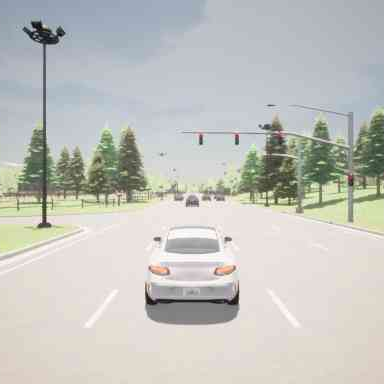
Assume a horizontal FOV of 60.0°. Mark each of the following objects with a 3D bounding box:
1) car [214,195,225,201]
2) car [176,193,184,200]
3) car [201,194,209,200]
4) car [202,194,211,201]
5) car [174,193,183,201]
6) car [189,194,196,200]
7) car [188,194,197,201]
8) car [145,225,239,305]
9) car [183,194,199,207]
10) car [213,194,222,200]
[{"bbox_3d":[7.108,1.517,82.463,2.128,1.511,4.902,0,0,0],"label":"car"},{"bbox_3d":[-3.379,1.187,92.866,2.097,1.767,4.553,0,0,0],"label":"car"},{"bbox_3d":[3.621,1.372,92.887,2.033,1.411,5.357,0,0,0],"label":"car"},{"bbox_3d":[3.608,1.348,82.854,2.097,1.767,4.553,0,0,0],"label":"car"},{"bbox_3d":[-3.392,1.544,82.860,1.994,1.385,4.181,0,0,0],"label":"car"},{"bbox_3d":[0.121,1.332,92.892,1.837,1.490,4.892,0,0,0],"label":"car"},{"bbox_3d":[0.108,1.348,82.858,2.097,1.767,4.553,0,0,0],"label":"car"},{"bbox_3d":[0.017,1.526,7.956,1.812,1.442,4.674,0,0,0],"label":"car"},{"bbox_3d":[0.068,1.352,51.829,2.097,1.767,4.553,0,0,0],"label":"car"},{"bbox_3d":[7.121,1.385,92.883,1.994,1.385,4.181,0,0,0],"label":"car"}]
